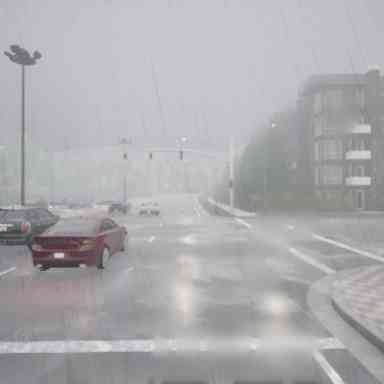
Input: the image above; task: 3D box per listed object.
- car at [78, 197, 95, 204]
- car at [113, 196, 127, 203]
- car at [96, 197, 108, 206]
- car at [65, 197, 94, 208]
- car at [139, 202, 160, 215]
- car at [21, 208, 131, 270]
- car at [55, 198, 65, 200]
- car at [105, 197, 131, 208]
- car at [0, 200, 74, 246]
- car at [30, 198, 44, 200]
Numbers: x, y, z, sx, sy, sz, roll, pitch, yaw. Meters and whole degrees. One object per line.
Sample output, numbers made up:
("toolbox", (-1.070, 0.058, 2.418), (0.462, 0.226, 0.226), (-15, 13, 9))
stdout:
("car", (-23.264, 1.811, 73.766), (2.033, 1.411, 5.357), (0, 0, 0))
("car", (-16.263, 1.750, 75.431), (2.033, 1.411, 5.357), (0, 0, 0))
("car", (-16.290, 1.707, 61.579), (1.882, 1.535, 5.008), (0, 0, 0))
("car", (-16.304, 1.533, 48.463), (2.097, 1.767, 4.553), (0, 0, 0))
("car", (-4.385, 1.732, 35.306), (1.895, 1.301, 4.718), (0, 0, -2))
("car", (-3.482, 1.520, 11.223), (1.882, 1.535, 5.008), (0, 0, 0))
("car", (-23.293, 1.766, 58.780), (2.033, 1.411, 5.357), (0, 0, 1))
("car", (-7.935, 1.642, 36.924), (1.837, 1.490, 4.892), (0, 0, -2))
("car", (-7.109, 1.406, 14.607), (2.097, 1.767, 4.553), (0, 0, -1))
("car", (-23.295, 1.663, 49.621), (1.882, 1.535, 5.008), (0, 0, 0))
